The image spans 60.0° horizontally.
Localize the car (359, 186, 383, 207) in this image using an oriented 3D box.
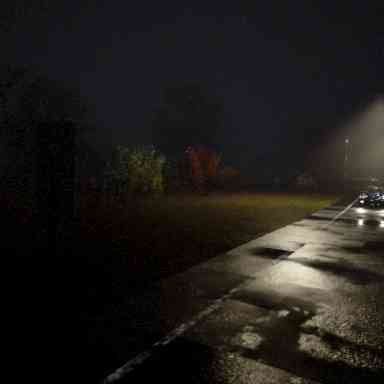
[{"bbox_3d":[15.541,0.313,28.384,2.097,1.767,4.553,4,5,30],"label":"car"}]
